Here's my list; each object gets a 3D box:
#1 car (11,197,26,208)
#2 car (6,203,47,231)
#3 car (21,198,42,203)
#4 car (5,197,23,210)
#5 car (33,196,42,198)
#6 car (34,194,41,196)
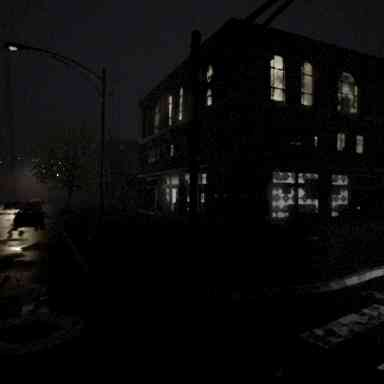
[{"bbox_3d":[-27.436,1.601,52.662,1.882,1.535,5.008,1,-1,-25],"label":"car"},{"bbox_3d":[-10.437,1.657,21.403,2.008,1.369,4.403,1,-1,-25],"label":"car"},{"bbox_3d":[-17.709,1.680,37.274,1.887,1.381,4.507,1,-1,-25],"label":"car"},{"bbox_3d":[-23.347,1.709,43.689,1.895,1.301,4.718,1,-1,-25],"label":"car"},{"bbox_3d":[-26.882,1.752,57.383,1.802,1.307,4.206,1,-1,-25],"label":"car"},{"bbox_3d":[-38.342,1.528,82.523,2.192,1.841,5.009,1,-1,-25],"label":"car"}]
